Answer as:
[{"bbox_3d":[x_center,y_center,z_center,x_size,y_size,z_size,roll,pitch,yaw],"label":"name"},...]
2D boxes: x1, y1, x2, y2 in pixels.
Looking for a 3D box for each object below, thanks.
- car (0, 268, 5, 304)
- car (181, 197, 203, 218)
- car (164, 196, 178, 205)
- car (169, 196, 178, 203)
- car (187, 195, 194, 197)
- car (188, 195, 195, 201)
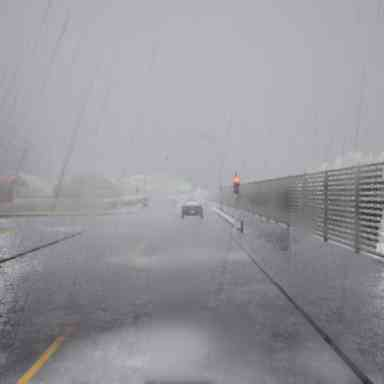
[{"bbox_3d":[-4.091,1.533,3.910,1.812,1.442,4.674,0,0,0],"label":"car"},{"bbox_3d":[0.017,1.539,30.724,1.882,1.535,5.008,0,0,0],"label":"car"},{"bbox_3d":[-4.163,1.669,61.441,2.033,1.411,5.357,0,0,0],"label":"car"},{"bbox_3d":[-4.179,1.670,76.710,1.812,1.442,4.674,0,0,0],"label":"car"},{"bbox_3d":[-0.176,1.682,75.402,2.033,1.411,5.357,0,0,0],"label":"car"},{"bbox_3d":[-0.204,1.503,85.824,1.837,1.490,4.892,0,0,0],"label":"car"}]
